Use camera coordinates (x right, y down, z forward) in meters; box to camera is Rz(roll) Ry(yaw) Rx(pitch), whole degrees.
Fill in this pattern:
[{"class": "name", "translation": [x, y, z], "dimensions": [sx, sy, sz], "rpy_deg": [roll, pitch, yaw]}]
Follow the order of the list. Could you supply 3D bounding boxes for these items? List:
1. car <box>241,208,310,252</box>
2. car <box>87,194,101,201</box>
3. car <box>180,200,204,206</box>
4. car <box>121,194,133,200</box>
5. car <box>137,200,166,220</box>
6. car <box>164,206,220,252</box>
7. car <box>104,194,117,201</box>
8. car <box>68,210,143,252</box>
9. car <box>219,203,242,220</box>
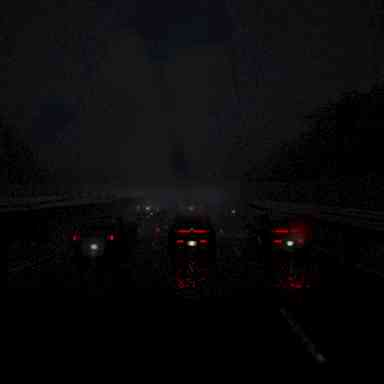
[{"class": "car", "translation": [3.506, 1.574, 14.291], "dimensions": [1.837, 1.490, 4.892], "rpy_deg": [0, 0, 0]}, {"class": "car", "translation": [-20.996, 1.155, 71.768], "dimensions": [1.812, 1.442, 4.674], "rpy_deg": [0, 1, 0]}, {"class": "car", "translation": [0.006, 1.470, 29.068], "dimensions": [2.097, 1.767, 4.553], "rpy_deg": [0, 0, 0]}, {"class": "car", "translation": [-13.996, 1.155, 71.767], "dimensions": [1.812, 1.442, 4.674], "rpy_deg": [0, 1, 0]}, {"class": "car", "translation": [-3.496, 1.471, 29.073], "dimensions": [2.097, 1.767, 4.553], "rpy_deg": [0, 0, 0]}, {"class": "car", "translation": [0.006, 1.574, 14.295], "dimensions": [1.837, 1.490, 4.892], "rpy_deg": [0, 0, 0]}, {"class": "car", "translation": [-17.496, 1.183, 71.768], "dimensions": [1.994, 1.385, 4.181], "rpy_deg": [0, 1, 0]}, {"class": "car", "translation": [-3.497, 1.666, 14.105], "dimensions": [1.895, 1.301, 4.718], "rpy_deg": [0, 0, 0]}, {"class": "car", "translation": [3.508, 1.685, 29.289], "dimensions": [1.994, 1.385, 4.181], "rpy_deg": [0, 0, 0]}]
